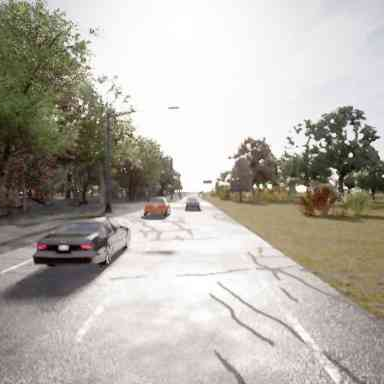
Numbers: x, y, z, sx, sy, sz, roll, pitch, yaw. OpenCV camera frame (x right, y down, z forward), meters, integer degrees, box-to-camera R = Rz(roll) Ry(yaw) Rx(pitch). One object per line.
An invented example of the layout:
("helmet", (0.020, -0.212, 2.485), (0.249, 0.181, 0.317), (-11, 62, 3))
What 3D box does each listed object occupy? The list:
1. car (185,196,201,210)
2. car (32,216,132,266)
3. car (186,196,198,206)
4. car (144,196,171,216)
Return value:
("car", (0.109, 1.451, 41.408), (2.033, 1.411, 5.357), (0, 0, 0))
("car", (-3.399, 1.521, 11.328), (2.033, 1.411, 5.357), (0, 0, 0))
("car", (0.012, 1.384, 53.302), (1.837, 1.490, 4.892), (0, 0, 0))
("car", (-3.167, 1.279, 31.469), (2.097, 1.767, 4.553), (0, 0, 1))
